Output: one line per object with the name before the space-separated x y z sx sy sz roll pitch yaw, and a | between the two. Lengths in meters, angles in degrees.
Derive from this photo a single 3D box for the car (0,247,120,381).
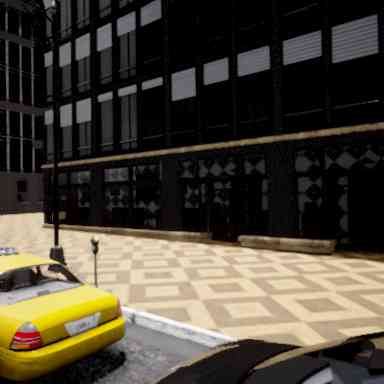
car | -3.183 1.567 5.326 4.829 1.417 1.752 -1 -1 35

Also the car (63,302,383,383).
car | 1.452 1.564 1.812 4.313 1.339 1.947 -1 -1 35
